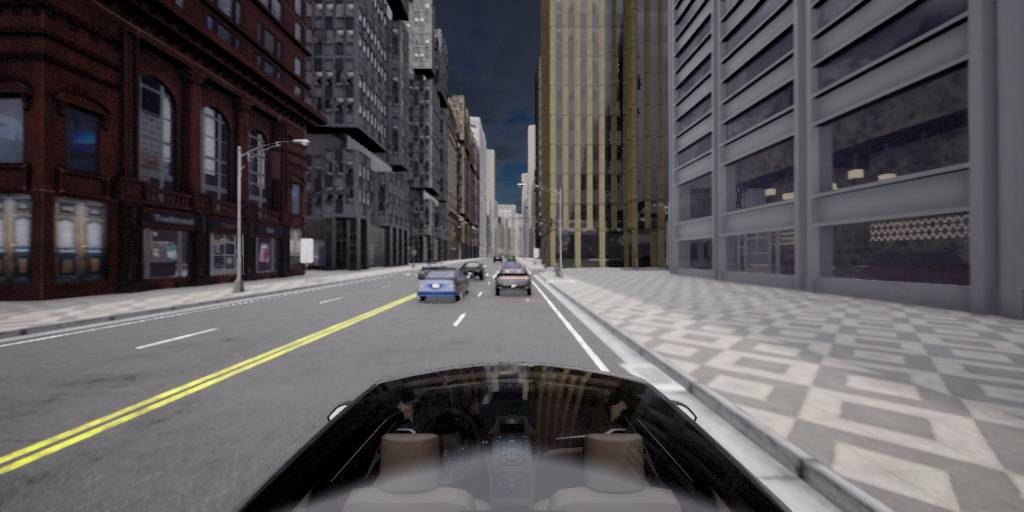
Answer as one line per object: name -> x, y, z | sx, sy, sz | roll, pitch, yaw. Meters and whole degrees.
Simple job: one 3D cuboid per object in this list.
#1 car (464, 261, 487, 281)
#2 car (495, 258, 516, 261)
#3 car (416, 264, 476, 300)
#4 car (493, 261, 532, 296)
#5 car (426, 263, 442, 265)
car -> -3.189, 1.184, 29.581 | 1.882, 1.535, 5.008 | 0, 0, 0
car -> -0.039, 1.197, 28.834 | 2.128, 1.511, 4.902 | 0, 0, 0
car -> -3.174, 1.283, 17.461 | 2.033, 1.411, 5.357 | 0, 0, 0
car -> 0.074, 1.220, 19.405 | 2.128, 1.511, 4.902 | 0, 0, 0
car -> -6.585, 1.272, 30.320 | 1.994, 1.385, 4.181 | 0, 0, 0
